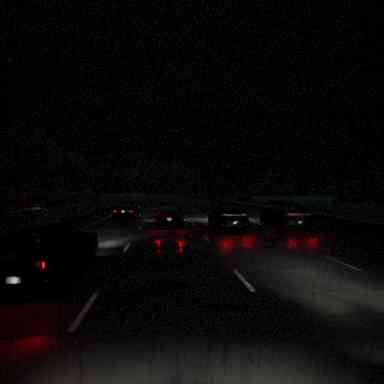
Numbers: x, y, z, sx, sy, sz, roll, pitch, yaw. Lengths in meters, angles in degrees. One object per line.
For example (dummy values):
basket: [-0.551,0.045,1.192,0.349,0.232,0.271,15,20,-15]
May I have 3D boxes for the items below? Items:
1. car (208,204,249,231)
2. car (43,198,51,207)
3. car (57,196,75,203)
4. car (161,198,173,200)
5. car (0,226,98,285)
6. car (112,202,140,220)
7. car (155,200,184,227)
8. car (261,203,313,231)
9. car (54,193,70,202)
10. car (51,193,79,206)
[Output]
car: [2.147,1.454,20.363,2.128,1.511,4.902,0,0,-5]
car: [-21.722,1.584,52.158,1.812,1.442,4.674,0,0,-4]
car: [-26.724,1.603,70.724,2.033,1.411,5.357,0,0,-5]
car: [-3.007,1.444,40.214,1.882,1.535,5.008,0,0,-5]
car: [-3.998,1.612,9.386,1.895,1.301,4.718,0,0,-4]
car: [-5.506,1.543,28.058,2.033,1.411,5.357,0,0,-5]
car: [-1.567,1.506,22.824,1.812,1.442,4.674,0,0,-5]
car: [5.655,1.434,20.378,2.128,1.511,4.902,0,0,-5]
car: [-30.973,1.265,79.538,2.150,2.045,5.566,0,0,-5]
car: [-17.866,1.263,47.854,2.150,2.045,5.566,0,0,-4]
